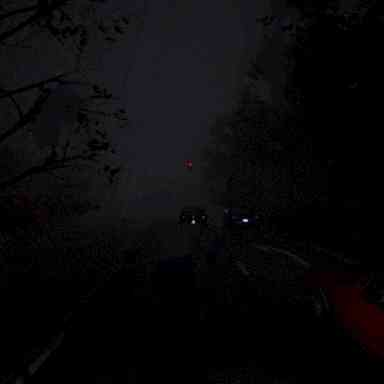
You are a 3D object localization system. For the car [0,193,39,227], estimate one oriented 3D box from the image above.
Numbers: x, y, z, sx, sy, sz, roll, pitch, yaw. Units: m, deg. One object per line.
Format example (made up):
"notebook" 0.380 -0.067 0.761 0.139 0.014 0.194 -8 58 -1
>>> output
"car" -13.826 1.315 22.712 5.566 2.045 2.435 -1 0 -20

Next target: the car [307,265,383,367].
"car" 3.100 1.604 4.220 1.895 1.301 4.718 0 0 0

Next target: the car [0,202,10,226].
"car" -13.825 1.579 19.707 4.792 1.488 2.163 -1 0 -20

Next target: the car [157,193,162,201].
"car" -10.824 1.614 81.574 5.366 1.575 1.946 -1 -1 -15

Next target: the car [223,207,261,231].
"car" 3.100 1.630 21.281 1.994 1.385 4.181 0 0 0

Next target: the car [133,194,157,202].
"car" -11.467 1.645 78.582 4.792 1.488 2.163 -1 0 -15

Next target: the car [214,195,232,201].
"car" 8.690 1.644 92.985 4.674 1.452 2.002 1 0 -13

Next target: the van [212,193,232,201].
"van" 7.259 1.340 81.184 4.442 1.987 1.878 1 0 -14

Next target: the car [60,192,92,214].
"car" -13.727 1.381 34.762 5.566 2.045 2.435 -1 -1 -20

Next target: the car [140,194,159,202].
"car" -10.731 1.506 84.527 4.553 1.767 2.185 -1 -1 -14

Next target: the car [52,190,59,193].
"car" -28.185 0.388 69.449 2.002 1.452 4.674 6 -3 -19

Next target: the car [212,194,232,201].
"car" 7.642 1.450 84.153 4.553 1.767 2.185 1 0 -14

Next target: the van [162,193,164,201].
"van" -10.267 1.415 87.567 4.442 1.987 1.878 -1 -1 -14

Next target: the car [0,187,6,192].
"car" -40.218 -0.740 69.561 2.231 1.521 4.892 6 -3 -19

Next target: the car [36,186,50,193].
"car" -31.180 -0.174 69.511 2.435 2.045 5.566 6 -3 -19

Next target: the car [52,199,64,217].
"car" -13.778 1.639 28.727 4.674 1.452 2.002 -1 0 -20

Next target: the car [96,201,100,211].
"car" -13.638 1.541 40.775 4.553 1.767 2.185 -1 0 -19

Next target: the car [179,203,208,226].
"car" 0.102 1.681 23.803 1.895 1.301 4.718 0 0 0

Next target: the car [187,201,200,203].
"car" 0.163 1.666 34.682 1.812 1.442 4.674 0 0 1

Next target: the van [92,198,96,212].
"van" -13.612 1.423 37.798 4.442 1.987 1.878 -1 -1 -19

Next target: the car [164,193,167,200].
"car" -10.040 1.655 90.538 4.892 1.521 2.231 -1 -1 -14

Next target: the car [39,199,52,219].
"car" -13.966 1.581 25.661 5.366 1.575 1.946 -1 0 -20

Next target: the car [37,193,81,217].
"car" -13.799 1.365 31.725 5.566 2.045 2.435 -1 0 -20
